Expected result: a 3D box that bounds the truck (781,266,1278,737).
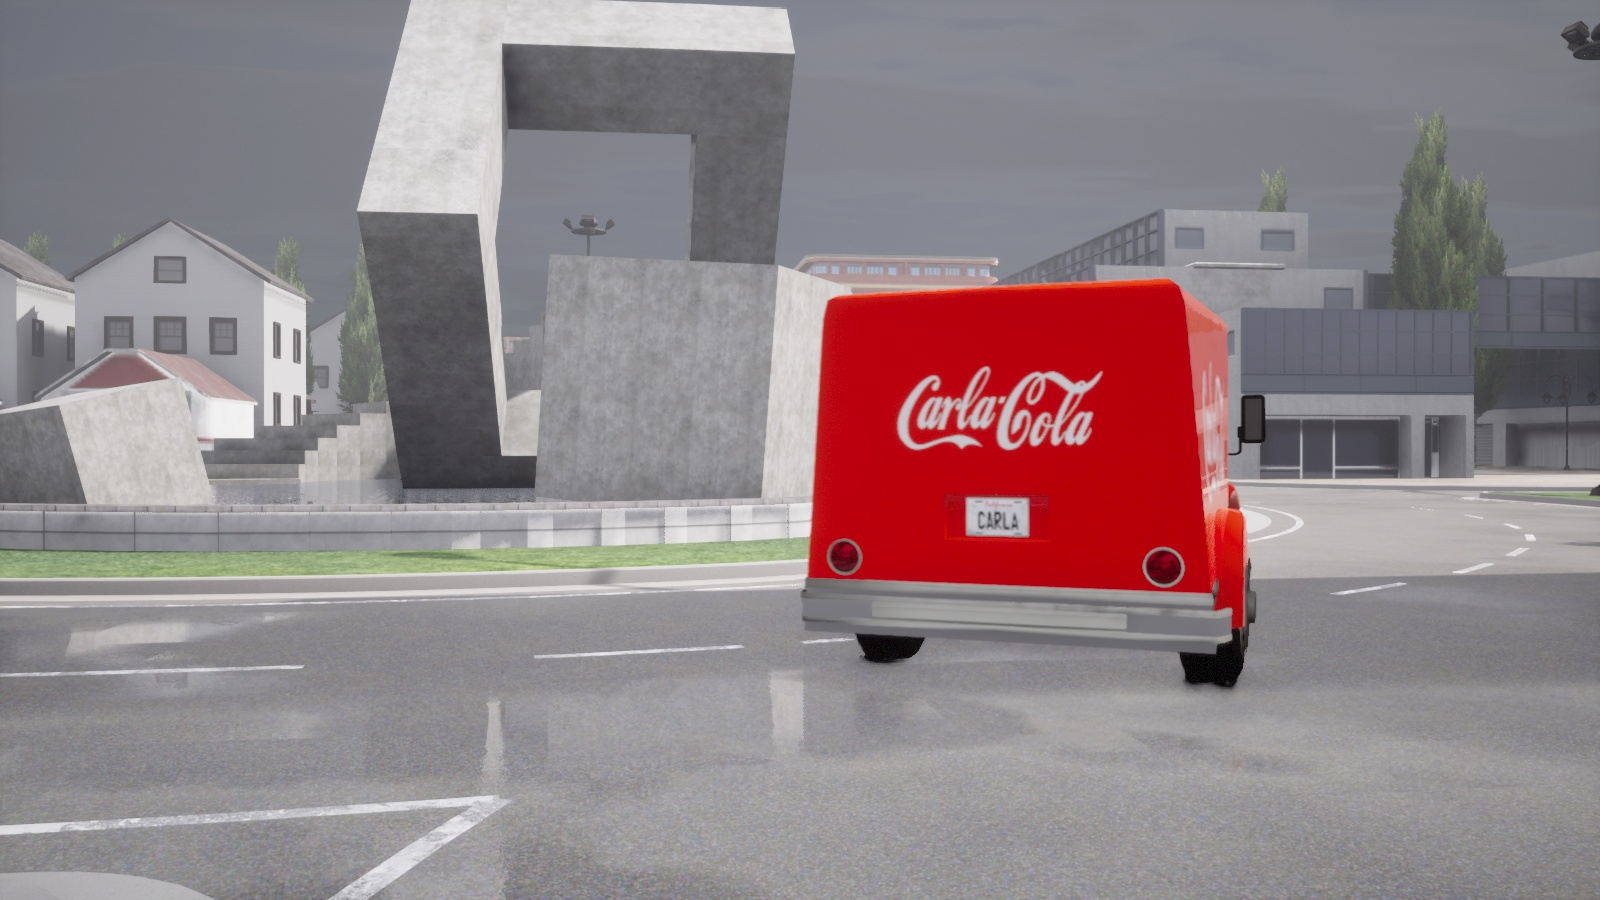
[{"bbox_3d":[2.111,0.222,9.481,2.627,2.467,5.204,0,1,23],"label":"truck"}]
